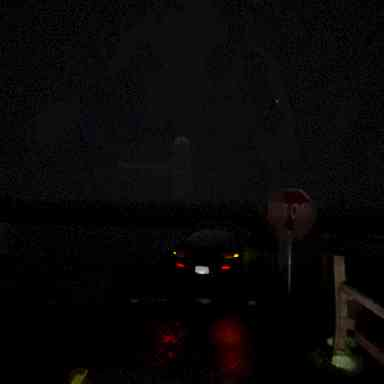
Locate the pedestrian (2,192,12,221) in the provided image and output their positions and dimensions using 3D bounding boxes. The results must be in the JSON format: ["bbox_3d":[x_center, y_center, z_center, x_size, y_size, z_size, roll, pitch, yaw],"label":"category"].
[{"bbox_3d":[-12.034,0.916,21.648,0.375,1.860,0.375,0,0,0],"label":"pedestrian"}]

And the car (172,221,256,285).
[{"bbox_3d":[0.756,1.580,9.649,1.812,1.442,4.674,0,0,13],"label":"car"}]
